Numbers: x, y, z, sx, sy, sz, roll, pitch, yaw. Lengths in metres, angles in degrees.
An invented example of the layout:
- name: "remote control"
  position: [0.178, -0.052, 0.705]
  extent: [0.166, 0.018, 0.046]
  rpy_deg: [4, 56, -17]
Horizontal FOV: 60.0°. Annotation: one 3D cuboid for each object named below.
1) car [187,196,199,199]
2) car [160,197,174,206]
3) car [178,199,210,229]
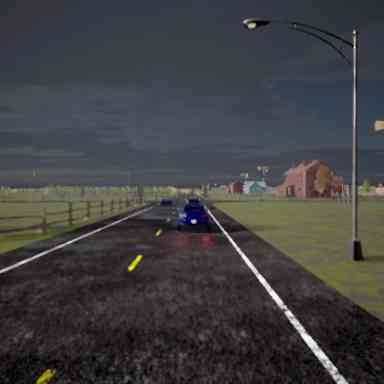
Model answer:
- name: "car"
  position: [0.094, 1.253, 43.005]
  extent: [2.128, 1.511, 4.902]
  rpy_deg: [0, 0, 0]
- name: "car"
  position: [-3.510, 1.344, 47.019]
  extent: [1.895, 1.301, 4.718]
  rpy_deg: [0, 0, 0]
- name: "car"
  position: [0.097, 1.405, 20.245]
  extent: [1.812, 1.442, 4.674]
  rpy_deg: [0, 0, 0]
